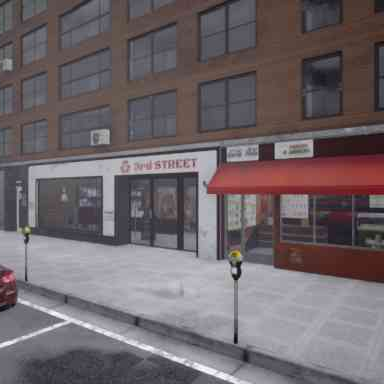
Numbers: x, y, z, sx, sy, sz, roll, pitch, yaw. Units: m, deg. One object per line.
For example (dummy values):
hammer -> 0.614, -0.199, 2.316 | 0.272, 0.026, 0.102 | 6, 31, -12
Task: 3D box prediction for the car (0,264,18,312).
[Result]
car -> -4.934, 1.582, 6.331 | 4.206, 1.307, 1.802 | 0, 0, 36
